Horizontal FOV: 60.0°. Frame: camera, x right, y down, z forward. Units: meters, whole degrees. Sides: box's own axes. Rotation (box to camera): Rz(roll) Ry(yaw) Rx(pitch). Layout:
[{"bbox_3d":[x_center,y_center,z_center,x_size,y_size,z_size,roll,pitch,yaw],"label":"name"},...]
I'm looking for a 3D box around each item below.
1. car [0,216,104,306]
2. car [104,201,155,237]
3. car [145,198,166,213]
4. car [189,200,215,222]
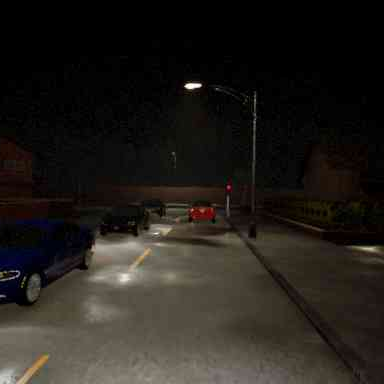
[{"bbox_3d":[-3.908,1.416,8.092,1.882,1.535,5.008,1,0,2],"label":"car"},{"bbox_3d":[-3.544,1.467,18.444,1.882,1.535,5.008,1,0,2],"label":"car"},{"bbox_3d":[-3.166,1.213,27.331,1.812,1.442,4.674,1,0,2],"label":"car"},{"bbox_3d":[0.850,1.488,27.784,2.097,1.767,4.553,1,0,2],"label":"car"}]
